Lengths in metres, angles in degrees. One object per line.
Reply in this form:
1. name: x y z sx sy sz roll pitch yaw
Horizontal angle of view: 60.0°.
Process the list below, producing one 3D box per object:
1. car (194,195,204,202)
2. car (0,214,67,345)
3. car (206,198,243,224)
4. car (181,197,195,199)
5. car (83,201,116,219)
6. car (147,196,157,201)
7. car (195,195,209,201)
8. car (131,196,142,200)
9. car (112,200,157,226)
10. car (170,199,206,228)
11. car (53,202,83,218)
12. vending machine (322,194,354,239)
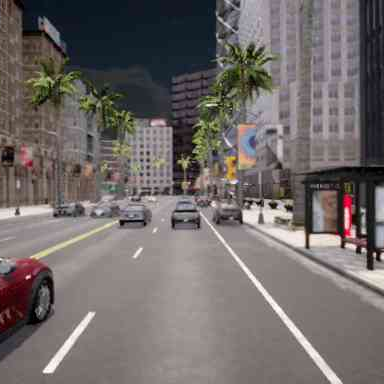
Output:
1. car: 1.610 1.527 75.623 2.161 1.482 4.786 0 0 -1
2. car: -3.583 1.376 4.309 2.097 1.767 4.553 0 0 0
3. car: 2.533 1.473 24.326 2.231 1.521 4.892 0 0 -1
4. car: -0.866 1.523 41.317 1.837 1.490 4.892 0 0 -1
5. car: -7.793 1.551 30.089 2.128 1.511 4.902 0 0 -1
6. car: -8.527 1.584 71.625 1.812 1.442 4.674 0 0 -1
7. car: 1.832 1.359 53.693 2.185 1.767 4.553 0 0 -1
8. car: -12.033 1.559 71.994 1.882 1.535 5.008 0 0 -1
9. car: -3.941 1.580 23.752 2.033 1.411 5.357 0 0 -1
10. car: -0.412 1.501 22.400 2.128 1.511 4.902 0 0 -1
11. car: -11.312 1.646 30.918 1.994 1.385 4.181 0 0 -1
12. vending machine: 7.031 1.155 16.066 1.100 2.100 0.880 0 0 -1
